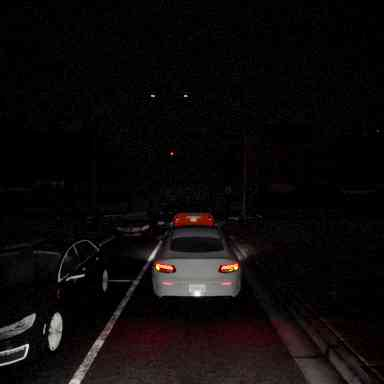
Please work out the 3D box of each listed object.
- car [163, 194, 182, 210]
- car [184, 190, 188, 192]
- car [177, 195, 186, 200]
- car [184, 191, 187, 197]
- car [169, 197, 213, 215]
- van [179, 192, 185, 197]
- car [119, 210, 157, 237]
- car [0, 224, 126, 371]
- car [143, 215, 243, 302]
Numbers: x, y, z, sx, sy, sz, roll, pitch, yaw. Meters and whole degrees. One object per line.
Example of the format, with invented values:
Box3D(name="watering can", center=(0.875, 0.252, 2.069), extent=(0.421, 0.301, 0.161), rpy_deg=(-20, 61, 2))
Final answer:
Box3D(name="car", center=(-2.721, 1.483, 43.502), extent=(1.967, 1.590, 4.097), rpy_deg=(-2, 0, 0))
Box3D(name="car", center=(-2.777, 1.131, 93.371), extent=(2.192, 1.841, 5.009), rpy_deg=(-1, 1, 0))
Box3D(name="car", center=(-2.768, 1.429, 87.822), extent=(2.008, 1.369, 4.403), rpy_deg=(-1, 0, 0))
Box3D(name="car", center=(-2.755, 1.307, 71.201), extent=(2.192, 1.841, 5.009), rpy_deg=(-1, 0, 0))
Box3D(name="car", center=(0.076, 1.353, 18.086), extent=(2.097, 1.767, 4.553), rpy_deg=(0, 0, 0))
Box3D(name="van", center=(-2.748, 1.359, 65.658), extent=(1.690, 1.788, 3.998), rpy_deg=(-1, 0, 0))
Box3D(name="car", center=(-2.680, 1.582, 16.724), extent=(1.802, 1.307, 4.206), rpy_deg=(-2, 0, 0))
Box3D(name="car", center=(-2.666, 1.548, 5.830), extent=(2.008, 1.369, 4.403), rpy_deg=(-2, 0, 0))
Box3D(name="car", center=(0.090, 1.523, 8.123), extent=(1.812, 1.442, 4.674), rpy_deg=(0, 0, 0))
